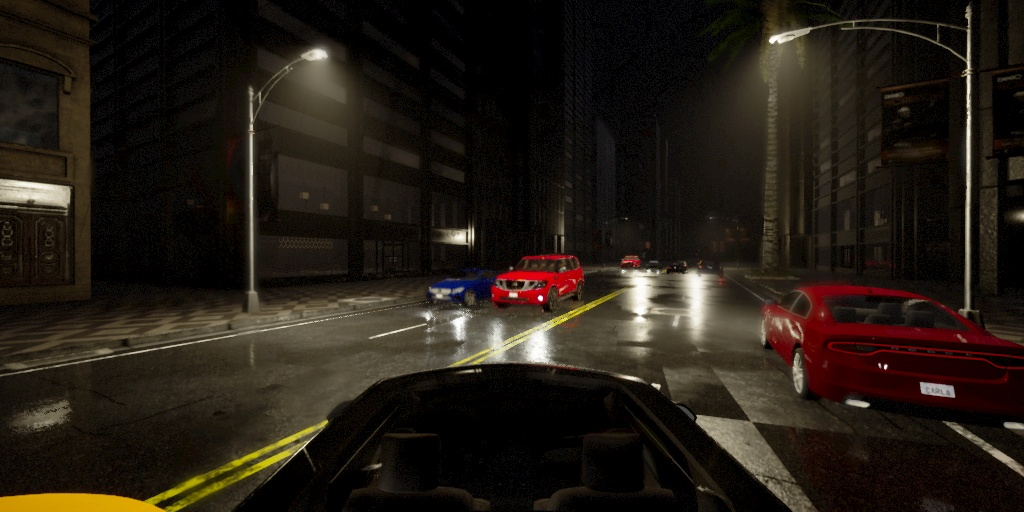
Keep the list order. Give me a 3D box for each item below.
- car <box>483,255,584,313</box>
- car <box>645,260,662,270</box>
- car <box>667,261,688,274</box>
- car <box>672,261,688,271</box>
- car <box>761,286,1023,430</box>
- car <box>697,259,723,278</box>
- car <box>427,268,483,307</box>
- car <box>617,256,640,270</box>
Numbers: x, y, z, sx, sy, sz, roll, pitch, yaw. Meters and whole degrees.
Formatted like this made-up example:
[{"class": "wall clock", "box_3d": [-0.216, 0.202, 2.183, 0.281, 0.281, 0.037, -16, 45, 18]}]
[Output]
[{"class": "car", "box_3d": [1.303, 0.972, 14.611, 2.150, 2.045, 5.566, 0, 0, 27]}, {"class": "car", "box_3d": [20.763, 1.341, 52.366, 1.994, 1.385, 4.181, 0, 0, 27]}, {"class": "car", "box_3d": [18.667, 1.314, 40.788, 2.033, 1.411, 5.357, 0, 0, 27]}, {"class": "car", "box_3d": [23.558, 1.377, 50.284, 1.895, 1.301, 4.718, 0, 0, 27]}, {"class": "car", "box_3d": [5.516, 1.228, 5.895, 1.882, 1.535, 5.008, 0, 0, 27]}, {"class": "car", "box_3d": [19.304, 1.115, 34.965, 2.097, 1.767, 4.553, 0, 0, 27]}, {"class": "car", "box_3d": [-1.726, 1.276, 15.827, 1.812, 1.442, 4.674, 0, 0, 27]}, {"class": "car", "box_3d": [17.845, 0.997, 53.803, 2.150, 2.045, 5.566, 0, 0, 27]}]
